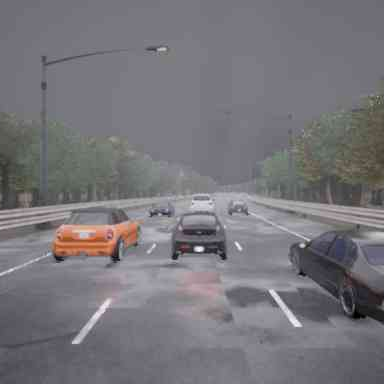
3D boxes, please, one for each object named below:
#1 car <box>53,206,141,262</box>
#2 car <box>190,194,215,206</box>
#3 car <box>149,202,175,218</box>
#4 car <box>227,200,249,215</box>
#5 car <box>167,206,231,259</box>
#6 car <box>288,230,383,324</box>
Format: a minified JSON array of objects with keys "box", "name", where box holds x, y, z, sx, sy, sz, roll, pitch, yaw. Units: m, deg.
[{"box":[-3.237,1.344,12.223,2.097,1.767,4.553,0,0,1],"name":"car"},{"box":[1.015,1.233,32.622,2.150,2.045,5.566,0,0,3],"name":"car"},{"box":[-2.610,1.606,30.289,1.895,1.301,4.718,0,0,3],"name":"car"},{"box":[4.575,1.542,33.543,1.812,1.442,4.674,0,0,3],"name":"car"},{"box":[0.269,1.500,12.587,1.837,1.490,4.892,0,0,1],"name":"car"},{"box":[3.665,1.546,7.246,2.033,1.411,5.357,0,0,1],"name":"car"}]
